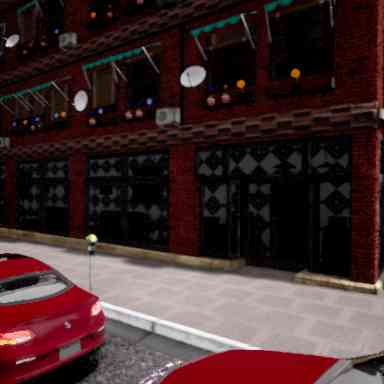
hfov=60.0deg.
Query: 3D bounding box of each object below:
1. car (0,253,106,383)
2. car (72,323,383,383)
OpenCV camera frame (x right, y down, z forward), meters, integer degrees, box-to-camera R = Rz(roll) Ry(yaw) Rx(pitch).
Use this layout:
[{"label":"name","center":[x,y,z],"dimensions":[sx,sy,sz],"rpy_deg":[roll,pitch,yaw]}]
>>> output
[{"label":"car","center":[-3.035,1.583,4.873],"dimensions":[4.206,1.307,1.802],"rpy_deg":[0,1,35]},{"label":"car","center":[1.484,1.582,1.652],"dimensions":[4.206,1.307,1.802],"rpy_deg":[0,1,35]}]
